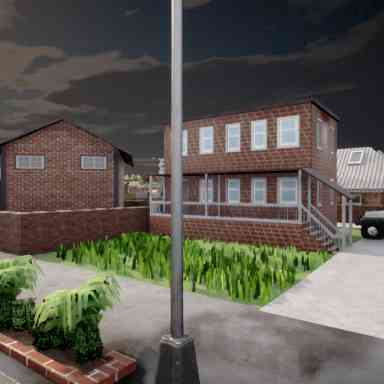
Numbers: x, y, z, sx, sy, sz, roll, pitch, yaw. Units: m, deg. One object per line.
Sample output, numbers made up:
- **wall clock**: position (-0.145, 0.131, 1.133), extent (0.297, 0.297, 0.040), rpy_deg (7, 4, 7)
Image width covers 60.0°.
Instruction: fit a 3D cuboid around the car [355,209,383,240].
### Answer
- **car**: position (8.443, 0.973, 12.627), extent (3.866, 1.878, 1.905), rpy_deg (0, 0, 36)
